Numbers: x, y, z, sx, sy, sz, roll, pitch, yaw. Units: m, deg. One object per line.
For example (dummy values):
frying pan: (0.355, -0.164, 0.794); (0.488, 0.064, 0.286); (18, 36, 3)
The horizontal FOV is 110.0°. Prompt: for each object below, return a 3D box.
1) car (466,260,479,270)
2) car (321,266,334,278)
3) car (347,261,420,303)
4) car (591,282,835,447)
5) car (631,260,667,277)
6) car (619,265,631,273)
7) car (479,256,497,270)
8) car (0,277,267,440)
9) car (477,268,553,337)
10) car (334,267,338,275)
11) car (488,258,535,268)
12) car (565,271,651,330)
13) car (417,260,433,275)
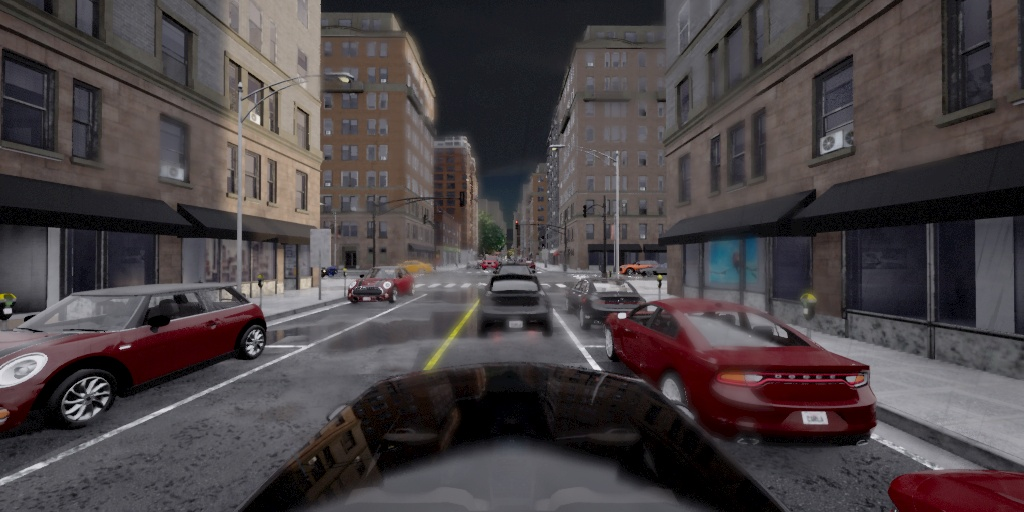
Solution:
car: (-5.909, 1.345, 54.750); (2.007, 1.370, 4.403); (0, 0, 0)
car: (-18.020, 0.869, 29.159); (5.566, 2.045, 2.150); (0, 0, 0)
car: (-5.835, 1.195, 16.389); (1.967, 1.591, 4.097); (0, 0, 0)
car: (2.675, 1.296, 5.397); (1.888, 1.381, 4.507); (0, 0, 0)
car: (15.189, 1.395, 36.004); (5.357, 1.411, 2.033); (0, 0, 0)
car: (14.024, 1.222, 39.265); (4.553, 1.767, 2.097); (0, 0, 0)
car: (-3.133, 1.012, 52.823); (2.150, 2.045, 5.566); (0, 0, 0)
car: (-5.852, 1.190, 5.403); (1.967, 1.591, 4.097); (0, 0, 0)
car: (0.056, 1.258, 10.313); (1.837, 1.490, 4.892); (0, 0, -1)
car: (-18.410, 1.150, 32.413); (5.008, 1.535, 1.882); (0, 0, 0)
car: (0.120, 1.108, 17.728); (2.097, 1.767, 4.553); (0, 0, 0)
car: (2.683, 1.303, 10.889); (2.007, 1.370, 4.403); (0, 0, 0)
car: (-11.200, 1.237, 39.147); (5.008, 1.535, 1.882); (0, 1, -8)
